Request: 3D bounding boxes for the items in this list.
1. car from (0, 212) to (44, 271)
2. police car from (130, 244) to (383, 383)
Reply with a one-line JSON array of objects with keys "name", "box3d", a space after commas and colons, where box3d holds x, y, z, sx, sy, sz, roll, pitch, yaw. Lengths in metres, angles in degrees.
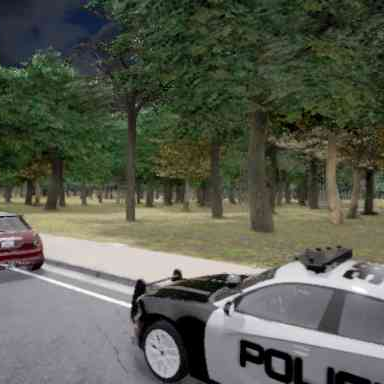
[{"name": "car", "box3d": [-6.375, 1.346, 9.836, 4.553, 1.767, 2.097, 0, 0, 38]}, {"name": "police car", "box3d": [1.387, 1.461, 3.757, 5.238, 1.638, 1.930, 0, 0, 38]}]
